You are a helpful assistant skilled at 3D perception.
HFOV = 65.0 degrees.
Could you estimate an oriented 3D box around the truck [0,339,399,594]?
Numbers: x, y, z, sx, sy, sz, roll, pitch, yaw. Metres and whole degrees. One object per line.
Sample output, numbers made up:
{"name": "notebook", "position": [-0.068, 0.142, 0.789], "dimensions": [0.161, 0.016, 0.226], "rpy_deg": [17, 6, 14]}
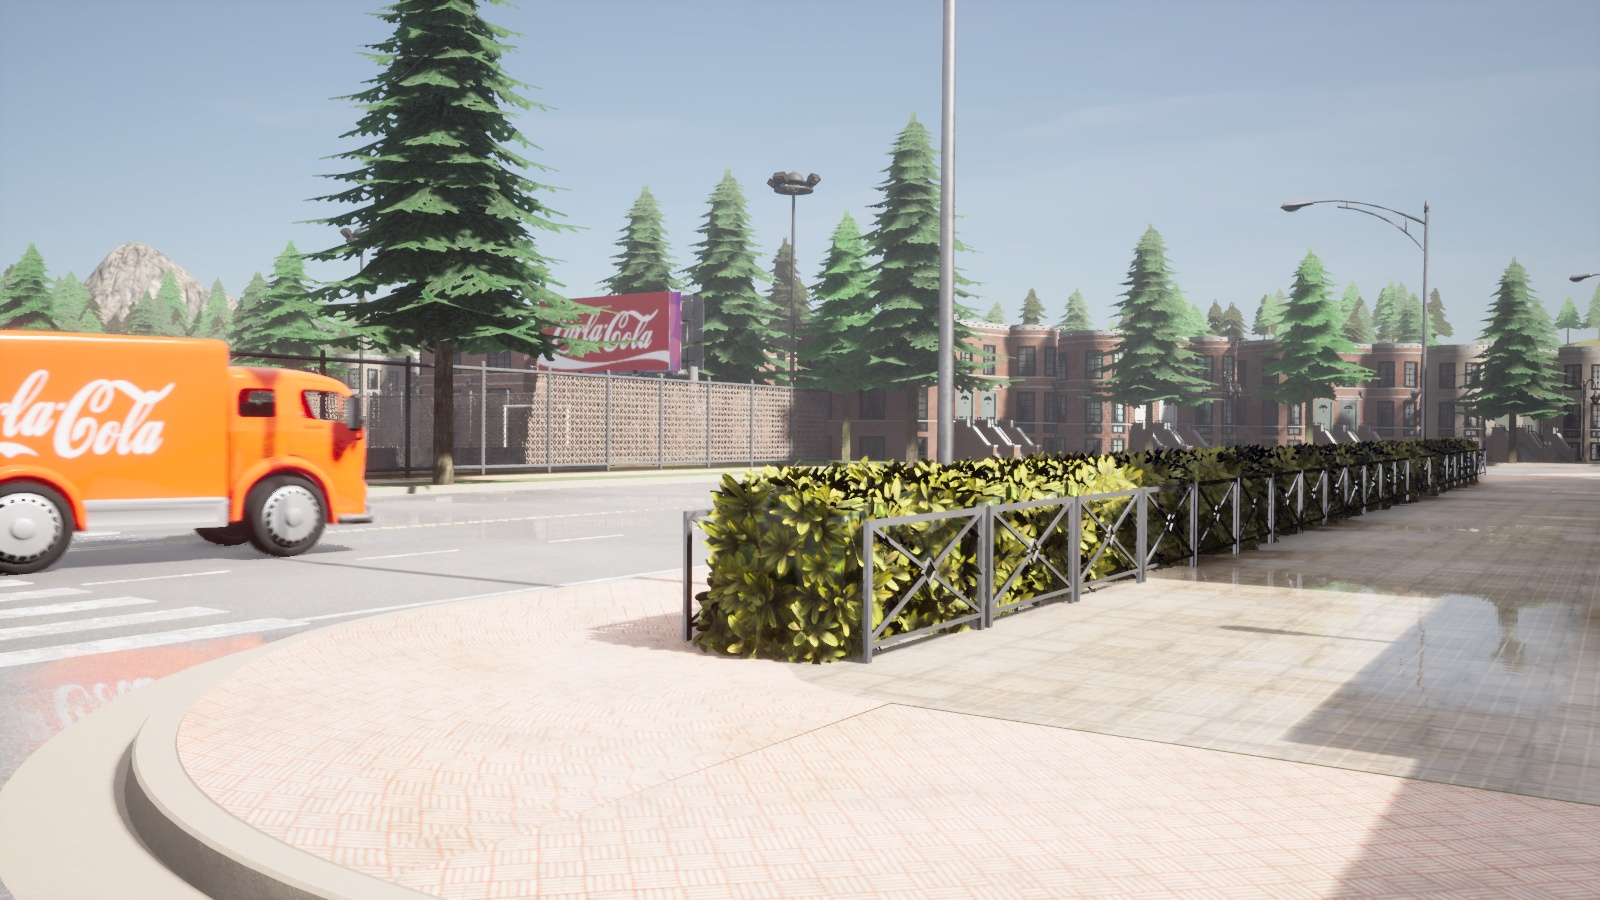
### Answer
{"name": "truck", "position": [-7.568, 0.121, 14.095], "dimensions": [5.204, 2.467, 2.627], "rpy_deg": [-1, 2, -43]}
